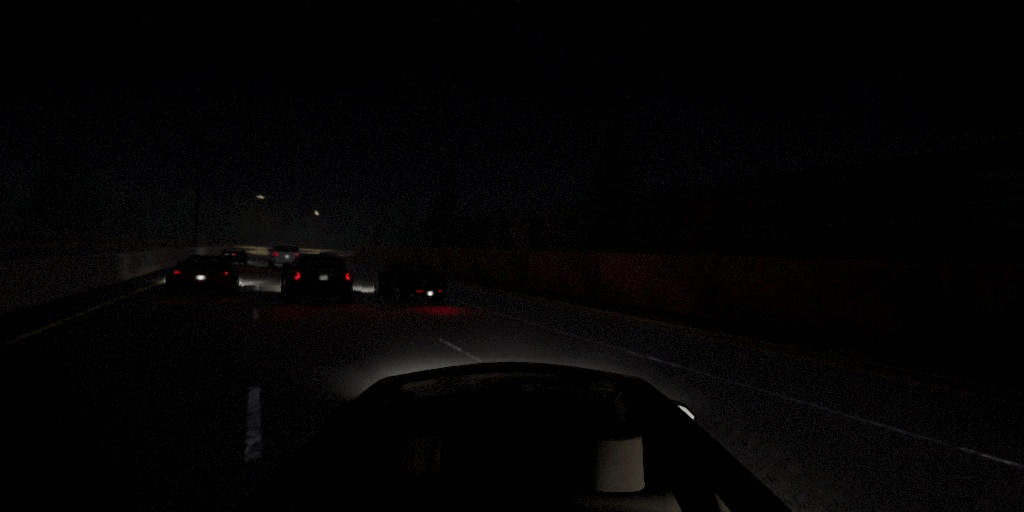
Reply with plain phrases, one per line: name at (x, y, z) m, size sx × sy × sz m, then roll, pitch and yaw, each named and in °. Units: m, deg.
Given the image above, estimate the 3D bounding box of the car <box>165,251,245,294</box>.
car at (-12.129, 0.672, 14.293) m, size 1.994 × 1.385 × 4.181 m, roll 4°, pitch 0°, yaw -35°

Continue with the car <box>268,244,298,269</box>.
car at (-19.344, 0.002, 30.573) m, size 2.150 × 2.045 × 5.566 m, roll 4°, pitch 0°, yaw -35°

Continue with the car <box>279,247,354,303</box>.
car at (-7.759, 0.716, 14.184) m, size 2.097 × 1.767 × 4.553 m, roll 4°, pitch 0°, yaw -35°

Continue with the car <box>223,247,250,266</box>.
car at (-23.771, 0.011, 30.755) m, size 2.128 × 1.511 × 4.902 m, roll 4°, pitch 0°, yaw -35°

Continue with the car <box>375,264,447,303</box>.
car at (-4.480, 1.073, 15.589) m, size 1.837 × 1.490 × 4.892 m, roll 4°, pitch 0°, yaw -35°
